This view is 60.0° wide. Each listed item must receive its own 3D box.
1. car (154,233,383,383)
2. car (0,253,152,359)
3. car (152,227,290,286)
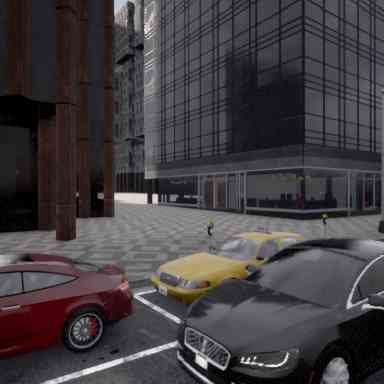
[{"bbox_3d":[2.078,1.504,4.848,4.892,1.490,1.837,0,0,-35],"label":"car"},{"bbox_3d":[-2.879,1.582,4.596,4.206,1.307,1.802,0,0,-35],"label":"car"},{"bbox_3d":[1.418,1.525,7.644,4.829,1.417,1.752,0,0,-35],"label":"car"}]
